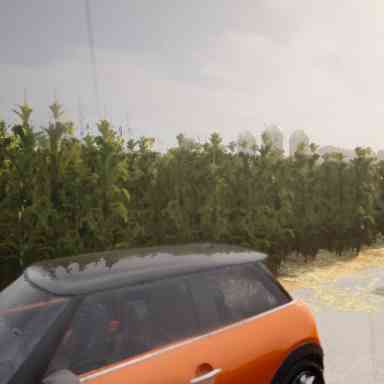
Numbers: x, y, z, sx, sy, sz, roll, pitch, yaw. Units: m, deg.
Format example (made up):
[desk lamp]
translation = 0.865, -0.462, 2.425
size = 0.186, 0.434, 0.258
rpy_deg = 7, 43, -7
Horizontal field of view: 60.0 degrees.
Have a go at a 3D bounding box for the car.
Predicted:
[car]
translation = -0.921, 1.377, 2.832
size = 4.553, 1.767, 2.097
rpy_deg = -1, 0, -36
